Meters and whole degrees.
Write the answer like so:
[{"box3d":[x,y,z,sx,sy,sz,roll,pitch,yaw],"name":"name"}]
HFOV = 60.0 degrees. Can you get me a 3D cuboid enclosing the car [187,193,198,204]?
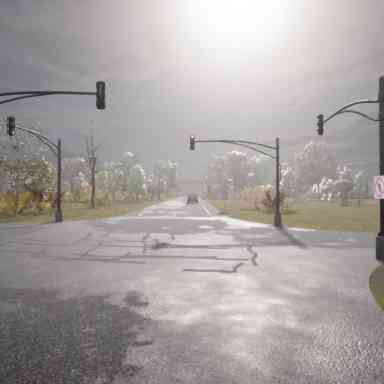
[{"box3d":[0.107,1.293,67.703,2.150,2.045,5.566,0,0,0],"name":"car"}]
